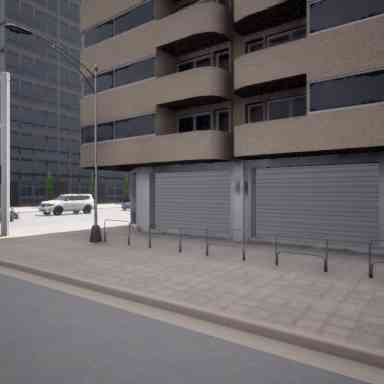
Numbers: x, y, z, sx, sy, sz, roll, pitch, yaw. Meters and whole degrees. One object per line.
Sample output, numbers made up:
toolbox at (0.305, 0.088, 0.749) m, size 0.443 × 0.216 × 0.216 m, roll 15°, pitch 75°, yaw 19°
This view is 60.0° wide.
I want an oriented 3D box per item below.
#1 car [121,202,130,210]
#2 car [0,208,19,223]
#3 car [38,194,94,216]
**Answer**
car at (-6.630, 1.526, 41.240) m, size 1.812 × 1.442 × 4.674 m, roll 0°, pitch 0°, yaw 36°
car at (-14.790, 1.564, 23.851) m, size 1.994 × 1.385 × 4.181 m, roll 0°, pitch 0°, yaw 36°
car at (-12.398, 1.221, 33.377) m, size 2.150 × 2.045 × 5.566 m, roll 0°, pitch 0°, yaw 36°
